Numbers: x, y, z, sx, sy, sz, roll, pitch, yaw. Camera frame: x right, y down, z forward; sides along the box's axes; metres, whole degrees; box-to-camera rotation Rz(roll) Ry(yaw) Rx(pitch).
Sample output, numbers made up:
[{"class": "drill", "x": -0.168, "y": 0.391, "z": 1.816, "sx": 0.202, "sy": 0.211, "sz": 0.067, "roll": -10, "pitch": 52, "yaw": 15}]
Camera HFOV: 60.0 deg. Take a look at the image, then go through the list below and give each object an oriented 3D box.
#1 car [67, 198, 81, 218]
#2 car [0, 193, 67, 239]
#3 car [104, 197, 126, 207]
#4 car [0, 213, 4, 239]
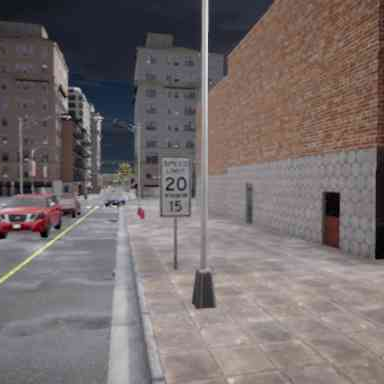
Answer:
[{"class": "car", "x": -10.277, "y": 1.263, "z": 27.238, "sx": 1.882, "sy": 1.535, "sz": 5.008, "roll": 0, "pitch": 1, "yaw": -12}, {"class": "car", "x": -8.116, "y": 1.100, "z": 17.003, "sx": 2.150, "sy": 2.045, "sz": 5.566, "roll": 0, "pitch": 1, "yaw": -12}, {"class": "car", "x": -9.695, "y": 1.250, "z": 42.393, "sx": 1.895, "sy": 1.301, "sz": 4.718, "roll": 1, "pitch": 0, "yaw": 1}, {"class": "car", "x": -6.032, "y": 1.472, "z": 7.249, "sx": 1.837, "sy": 1.490, "sz": 4.892, "roll": 0, "pitch": 1, "yaw": -12}]
